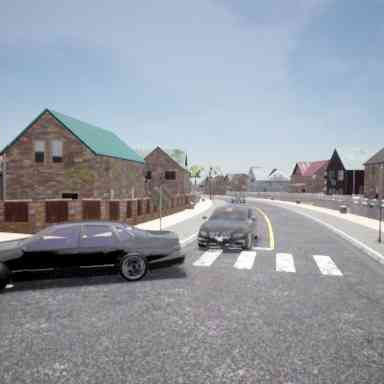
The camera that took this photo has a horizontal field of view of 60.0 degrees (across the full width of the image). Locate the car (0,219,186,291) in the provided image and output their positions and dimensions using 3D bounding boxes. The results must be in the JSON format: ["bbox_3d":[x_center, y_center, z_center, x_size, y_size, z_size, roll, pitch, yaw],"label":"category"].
[{"bbox_3d":[-2.878,1.432,8.380,5.357,1.411,2.033,-1,1,-14],"label":"car"}]

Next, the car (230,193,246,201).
[{"bbox_3d":[7.196,0.884,52.038,2.097,1.767,4.553,0,0,2],"label":"car"}]

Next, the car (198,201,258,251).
[{"bbox_3d":[1.628,1.334,13.578,1.837,1.490,4.892,1,1,17],"label":"car"}]
